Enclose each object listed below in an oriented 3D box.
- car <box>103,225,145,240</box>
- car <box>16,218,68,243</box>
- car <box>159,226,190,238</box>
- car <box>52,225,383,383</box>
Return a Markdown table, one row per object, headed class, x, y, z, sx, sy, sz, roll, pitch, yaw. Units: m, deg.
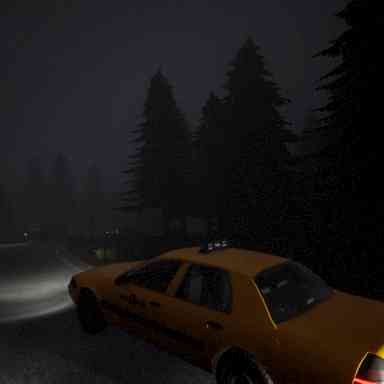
| class | x | y | z | sx | sy | sz | roll | pitch | yaw |
| --- | --- | --- | --- | --- | --- | --- | --- | --- | --- |
| car | -7.450 | 4.511 | 36.983 | 2.033 | 1.411 | 5.357 | -4 | -8 | 20 |
| car | -12.684 | 3.312 | 28.837 | 2.150 | 2.045 | 5.566 | -4 | -7 | 8 |
| car | -2.326 | 5.544 | 46.289 | 1.882 | 1.535 | 5.008 | -5 | -8 | 30 |
| car | 0.111 | 1.441 | 4.761 | 5.366 | 1.575 | 1.801 | 0 | 1 | 43 |
